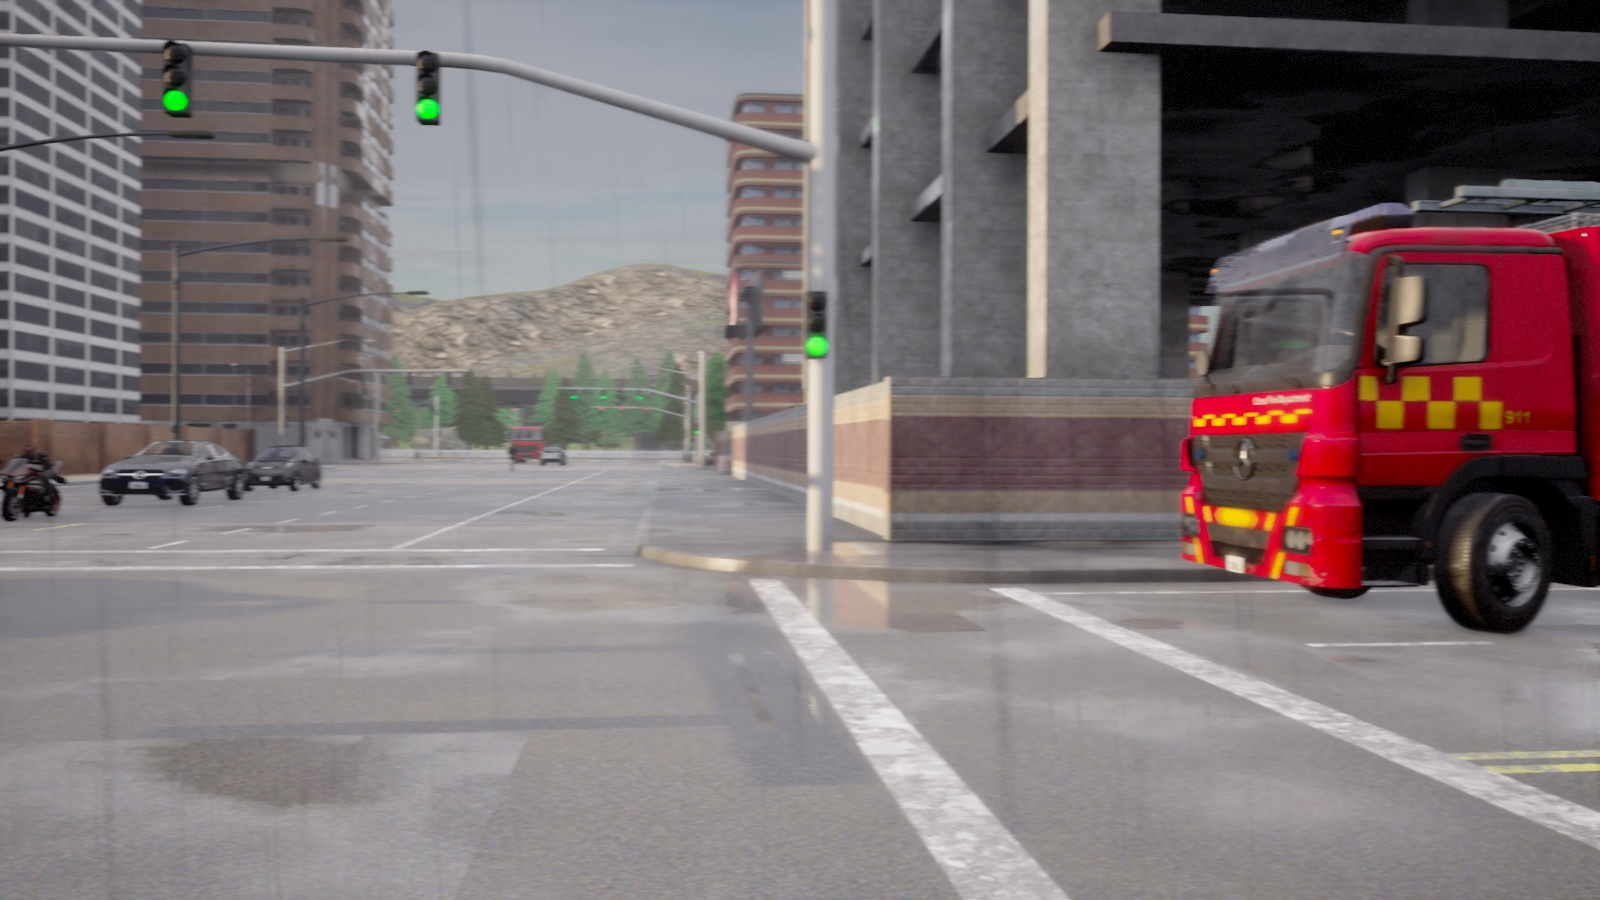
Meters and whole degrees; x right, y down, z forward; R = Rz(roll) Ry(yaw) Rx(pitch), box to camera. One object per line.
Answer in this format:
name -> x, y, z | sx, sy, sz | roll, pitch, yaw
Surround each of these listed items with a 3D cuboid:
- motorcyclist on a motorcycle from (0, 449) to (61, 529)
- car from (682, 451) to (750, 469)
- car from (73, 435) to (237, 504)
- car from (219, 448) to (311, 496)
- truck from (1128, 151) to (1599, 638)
motorcyclist on a motorcycle -> -15.735, 0.737, 25.067 | 0.866, 1.530, 2.191 | 0, 0, -7
car -> -6.097, 0.708, 91.138 | 4.718, 1.301, 1.895 | 0, 0, -12
car -> -16.593, 0.469, 32.618 | 2.152, 1.651, 5.027 | 0, 0, -6
car -> -17.598, 0.691, 41.492 | 1.845, 1.501, 3.633 | 0, 0, -6
truck -> 7.713, -0.437, 11.829 | 8.468, 3.827, 2.891 | 0, 0, -7
